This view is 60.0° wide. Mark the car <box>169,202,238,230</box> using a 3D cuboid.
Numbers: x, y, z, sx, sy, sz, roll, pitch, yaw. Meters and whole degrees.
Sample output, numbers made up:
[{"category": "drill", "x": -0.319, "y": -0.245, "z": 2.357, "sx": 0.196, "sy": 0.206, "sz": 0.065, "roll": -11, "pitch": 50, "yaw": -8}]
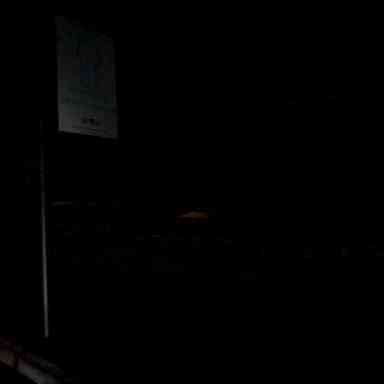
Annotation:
[{"category": "car", "x": 1.106, "y": 1.474, "z": 21.670, "sx": 1.946, "sy": 1.575, "sz": 5.366, "roll": 0, "pitch": 0, "yaw": 35}]

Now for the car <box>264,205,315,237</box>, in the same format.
[{"category": "car", "x": 5.721, "y": 1.512, "z": 18.580, "sx": 2.163, "sy": 1.488, "sz": 4.792, "roll": 0, "pitch": 0, "yaw": 35}]

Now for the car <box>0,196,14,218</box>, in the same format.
[{"category": "car", "x": -16.779, "y": 1.443, "z": 34.840, "sx": 1.946, "sy": 1.575, "sz": 5.366, "roll": 0, "pitch": 0, "yaw": 35}]

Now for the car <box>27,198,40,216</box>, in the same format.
[{"category": "car", "x": -12.362, "y": 1.461, "z": 31.465, "sx": 2.231, "sy": 1.521, "sz": 4.892, "roll": 0, "pitch": 0, "yaw": 35}]

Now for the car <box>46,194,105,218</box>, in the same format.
[{"category": "car", "x": -10.114, "y": 1.211, "z": 29.839, "sx": 2.435, "sy": 2.045, "sz": 5.566, "roll": 0, "pitch": 0, "yaw": 35}]

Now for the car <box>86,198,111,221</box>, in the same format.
[{"category": "car", "x": -5.570, "y": 1.468, "z": 26.650, "sx": 2.097, "sy": 1.535, "sz": 5.008, "roll": 0, "pitch": 0, "yaw": 35}]

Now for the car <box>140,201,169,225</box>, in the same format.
[{"category": "car", "x": -1.032, "y": 1.504, "z": 23.453, "sx": 2.163, "sy": 1.488, "sz": 4.792, "roll": 0, "pitch": 0, "yaw": 35}]

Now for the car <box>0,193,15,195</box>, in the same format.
[{"category": "car", "x": -23.690, "y": 1.152, "z": 39.492, "sx": 2.435, "sy": 2.045, "sz": 5.566, "roll": 0, "pitch": 0, "yaw": 35}]

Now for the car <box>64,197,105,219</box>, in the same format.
[{"category": "car", "x": -7.832, "y": 1.465, "z": 28.258, "sx": 2.097, "sy": 1.535, "sz": 5.008, "roll": 0, "pitch": 0, "yaw": 35}]

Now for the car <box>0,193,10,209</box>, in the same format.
[{"category": "car", "x": -25.920, "y": 1.133, "z": 41.147, "sx": 2.435, "sy": 2.045, "sz": 5.566, "roll": 1, "pitch": 0, "yaw": 35}]

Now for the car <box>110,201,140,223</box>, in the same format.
[{"category": "car", "x": -3.307, "y": 1.472, "z": 25.042, "sx": 2.231, "sy": 1.521, "sz": 4.892, "roll": 0, "pitch": 0, "yaw": 35}]

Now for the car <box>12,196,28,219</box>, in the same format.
[{"category": "car", "x": -14.626, "y": 1.454, "z": 33.076, "sx": 2.097, "sy": 1.535, "sz": 5.008, "roll": 0, "pitch": 0, "yaw": 35}]
